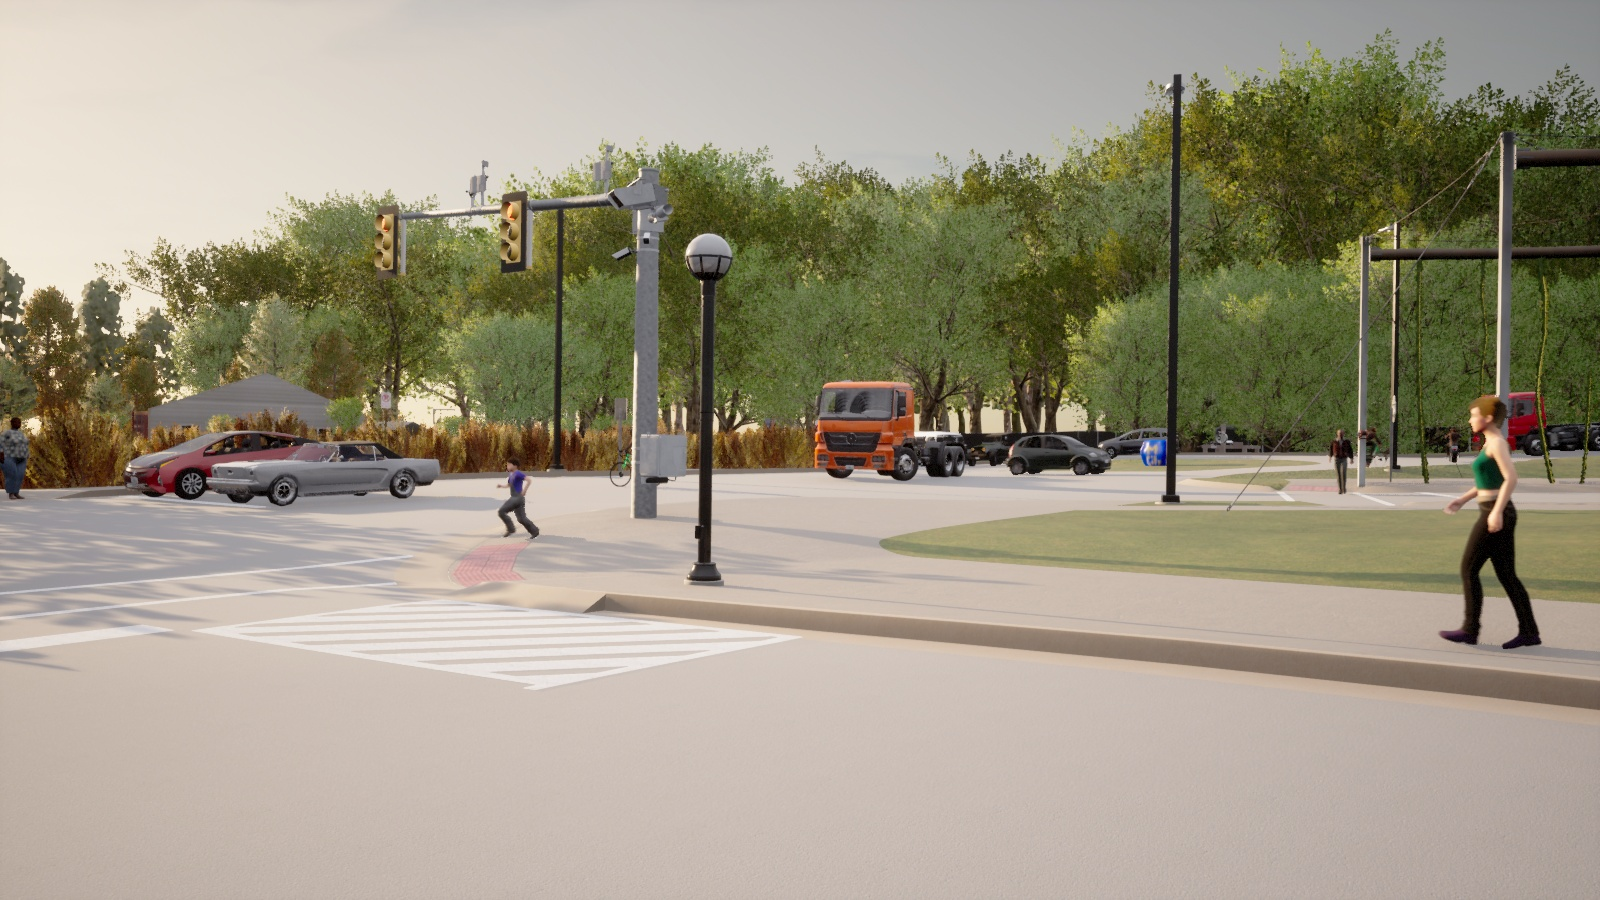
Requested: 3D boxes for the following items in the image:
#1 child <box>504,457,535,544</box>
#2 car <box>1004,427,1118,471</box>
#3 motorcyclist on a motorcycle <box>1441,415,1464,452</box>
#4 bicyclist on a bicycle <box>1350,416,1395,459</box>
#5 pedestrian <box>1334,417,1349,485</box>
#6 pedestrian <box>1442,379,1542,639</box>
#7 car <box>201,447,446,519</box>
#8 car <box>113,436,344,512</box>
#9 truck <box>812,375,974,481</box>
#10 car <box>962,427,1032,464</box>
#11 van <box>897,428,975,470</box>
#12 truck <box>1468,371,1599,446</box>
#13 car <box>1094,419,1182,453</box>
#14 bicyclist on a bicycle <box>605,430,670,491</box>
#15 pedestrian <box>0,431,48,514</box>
[{"bbox_3d":[-4.133,0.738,18.525,0.437,1.263,0.270,0,0,-14],"label":"child"},{"bbox_3d":[10.336,-0.037,49.828,3.988,1.617,1.851,-1,1,36],"label":"car"},{"bbox_3d":[29.988,-0.779,57.705,0.766,1.649,2.350,-1,1,24],"label":"motorcyclist on a motorcycle"},{"bbox_3d":[22.437,-0.478,49.235,1.656,1.620,0.582,-2,0,-22],"label":"bicyclist on a bicycle"},{"bbox_3d":[14.824,0.026,34.349,0.376,1.854,0.720,0,0,24],"label":"pedestrian"},{"bbox_3d":[5.062,0.419,9.189,0.594,1.836,0.345,0,0,37],"label":"pedestrian"},{"bbox_3d":[-10.370,0.656,27.668,1.895,1.301,4.718,0,2,37],"label":"car"},{"bbox_3d":[-13.417,0.513,29.721,2.007,1.525,4.514,0,2,37],"label":"car"},{"bbox_3d":[3.541,-0.790,45.304,2.891,3.462,7.936,0,1,28],"label":"truck"},{"bbox_3d":[11.365,-0.263,72.383,3.866,1.878,1.905,-4,1,-42],"label":"car"},{"bbox_3d":[6.792,-0.042,63.279,2.069,2.038,4.480,-1,0,-20],"label":"van"},{"bbox_3d":[40.203,-2.269,66.839,7.936,3.462,2.891,-5,1,-11],"label":"truck"},{"bbox_3d":[19.068,-0.788,70.795,4.611,1.667,2.242,-3,2,19],"label":"car"},{"bbox_3d":[-4.404,0.283,34.001,1.656,1.620,0.582,0,1,-33],"label":"bicyclist on a bicycle"},{"bbox_3d":[-17.685,0.498,28.302,0.900,1.855,0.874,0,0,16],"label":"pedestrian"}]
